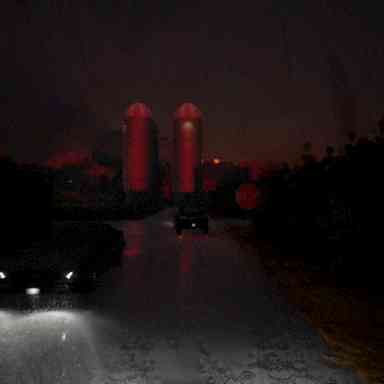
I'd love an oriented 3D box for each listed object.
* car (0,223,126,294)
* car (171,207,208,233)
[{"bbox_3d":[-3.156,1.600,9.282,2.033,1.411,5.357,0,0,0],"label":"car"},{"bbox_3d":[-0.193,1.666,20.875,2.128,1.511,4.902,0,-1,-7],"label":"car"}]
